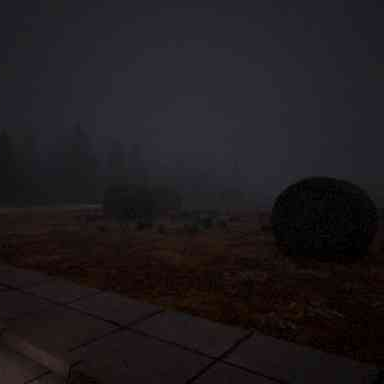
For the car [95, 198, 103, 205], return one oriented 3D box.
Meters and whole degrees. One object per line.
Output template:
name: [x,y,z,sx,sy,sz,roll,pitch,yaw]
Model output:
car: [-11.892,1.170,49.039,1.882,1.535,5.008,1,0,37]
